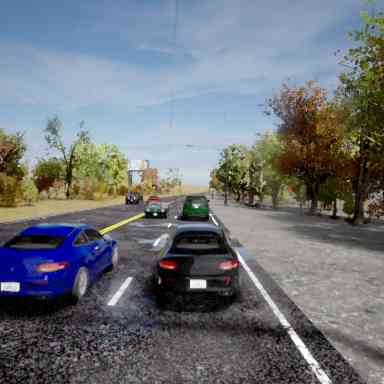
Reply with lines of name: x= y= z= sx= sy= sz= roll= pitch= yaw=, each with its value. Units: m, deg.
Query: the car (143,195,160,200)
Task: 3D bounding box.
car: x=-5.989 y=1.276 z=52.908 sx=1.882 sy=1.535 sz=5.008 roll=2 pitch=0 yaw=1

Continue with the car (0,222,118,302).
car: x=-3.091 y=1.452 z=7.998 sx=1.812 sy=1.442 sz=4.674 roll=2 pitch=0 yaw=0

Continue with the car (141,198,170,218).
car: x=-2.925 y=1.522 z=29.068 sx=1.895 sy=1.301 sz=4.718 roll=2 pitch=0 yaw=1

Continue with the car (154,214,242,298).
car: x=0.160 y=1.531 z=8.441 sx=1.812 sy=1.442 sz=4.674 roll=0 pitch=0 yaw=1

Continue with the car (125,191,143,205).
car: x=-9.211 y=0.905 z=53.734 sx=2.150 sy=2.045 sz=5.566 roll=2 pitch=0 yaw=1

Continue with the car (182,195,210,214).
car: x=0.321 y=1.224 z=28.072 sx=2.150 sy=2.045 sz=5.566 roll=1 pitch=0 yaw=0
